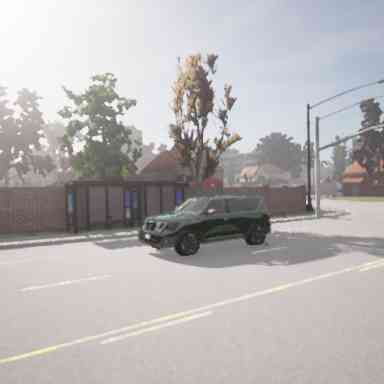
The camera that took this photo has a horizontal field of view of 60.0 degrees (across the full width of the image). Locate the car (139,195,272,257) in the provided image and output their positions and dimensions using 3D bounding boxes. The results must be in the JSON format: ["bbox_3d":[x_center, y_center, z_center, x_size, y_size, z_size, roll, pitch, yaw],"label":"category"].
[{"bbox_3d":[0.720,1.161,13.092,5.566,2.045,2.150,-1,0,-35],"label":"car"}]
